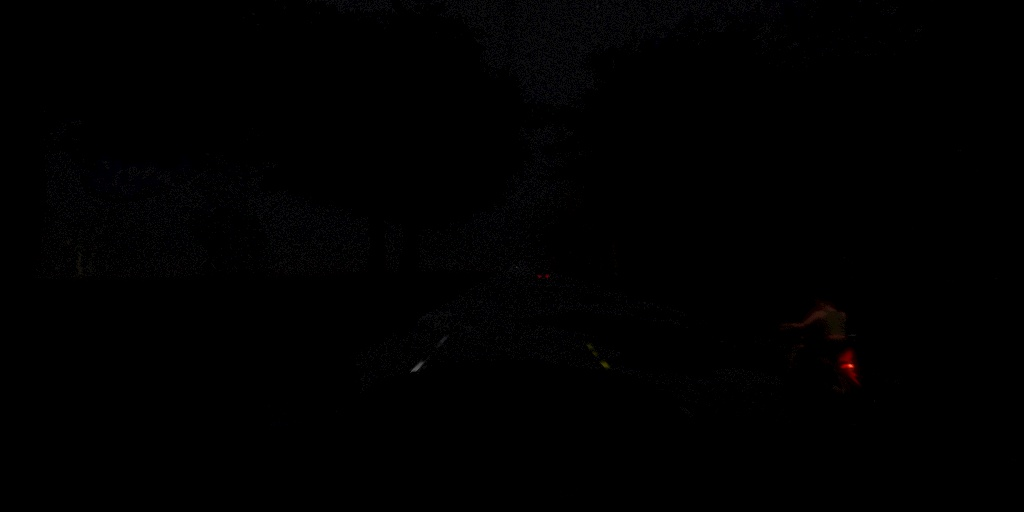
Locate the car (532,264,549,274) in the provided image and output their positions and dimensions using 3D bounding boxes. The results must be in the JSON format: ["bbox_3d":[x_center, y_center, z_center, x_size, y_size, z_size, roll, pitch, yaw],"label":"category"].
[{"bbox_3d":[4.551,2.128,54.951,1.895,1.301,4.718,1,-1,1],"label":"car"}]

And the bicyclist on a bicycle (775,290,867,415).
[{"bbox_3d":[4.478,1.300,5.265,0.866,1.612,1.509,1,-1,1],"label":"bicyclist on a bicycle"}]
